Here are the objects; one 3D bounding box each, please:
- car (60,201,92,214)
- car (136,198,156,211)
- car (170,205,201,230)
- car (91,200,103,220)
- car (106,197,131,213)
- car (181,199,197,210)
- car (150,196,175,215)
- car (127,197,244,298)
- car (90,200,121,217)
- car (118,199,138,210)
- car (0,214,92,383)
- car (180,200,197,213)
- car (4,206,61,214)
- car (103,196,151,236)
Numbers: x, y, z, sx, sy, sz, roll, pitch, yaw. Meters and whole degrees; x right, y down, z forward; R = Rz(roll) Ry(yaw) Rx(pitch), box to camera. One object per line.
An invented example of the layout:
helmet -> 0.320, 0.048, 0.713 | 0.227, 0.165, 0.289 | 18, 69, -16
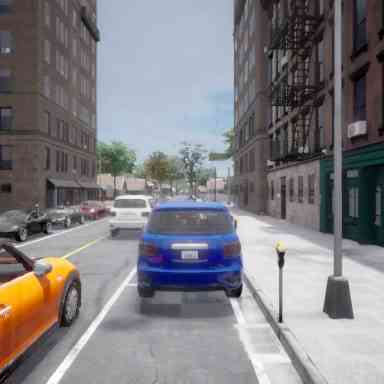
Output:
car -> -8.408, 1.553, 21.869 | 2.008, 1.369, 4.403 | 0, 0, 0
car -> -5.822, 1.542, 42.699 | 1.812, 1.442, 4.674 | 0, 0, 0
car -> -0.383, 1.584, 21.873 | 1.802, 1.307, 4.206 | 0, 0, 0
car -> -8.408, 1.446, 27.388 | 1.967, 1.590, 4.097 | 0, 0, 0
car -> -8.408, 1.454, 38.426 | 1.967, 1.590, 4.097 | 0, 0, 0
car -> -0.383, 1.584, 43.946 | 1.947, 1.339, 4.313 | 0, 0, 0
car -> -2.976, 1.362, 34.541 | 2.097, 1.767, 4.553 | 0, 0, 0
car -> -0.039, 1.228, 8.680 | 2.150, 2.045, 5.566 | 0, 0, 0
car -> -8.408, 1.535, 32.737 | 1.752, 1.417, 4.829 | 0, 0, 0
car -> -8.408, 1.600, 43.945 | 1.802, 1.307, 4.206 | 0, 0, 0
car -> -3.021, 1.351, 4.123 | 2.097, 1.767, 4.553 | 0, 0, 0
car -> -0.383, 1.596, 38.428 | 1.802, 1.307, 4.206 | 0, 0, 0
car -> -8.408, 1.567, 16.351 | 1.947, 1.339, 4.313 | 0, 0, 0
car -> -2.988, 1.224, 18.447 | 2.150, 2.045, 5.566 | 0, 0, 0
